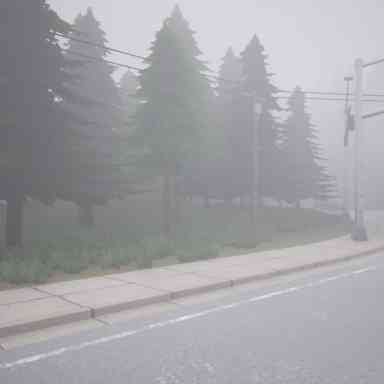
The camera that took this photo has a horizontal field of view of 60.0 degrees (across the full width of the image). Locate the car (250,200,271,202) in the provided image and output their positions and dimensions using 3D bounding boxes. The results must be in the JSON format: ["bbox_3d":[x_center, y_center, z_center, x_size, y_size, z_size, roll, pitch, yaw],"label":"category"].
[{"bbox_3d":[9.861,1.506,50.215,1.837,1.490,4.892,0,0,-39],"label":"car"}]

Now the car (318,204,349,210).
[{"bbox_3d":[16.095,1.504,38.729,1.837,1.490,4.892,0,0,-16],"label":"car"}]
